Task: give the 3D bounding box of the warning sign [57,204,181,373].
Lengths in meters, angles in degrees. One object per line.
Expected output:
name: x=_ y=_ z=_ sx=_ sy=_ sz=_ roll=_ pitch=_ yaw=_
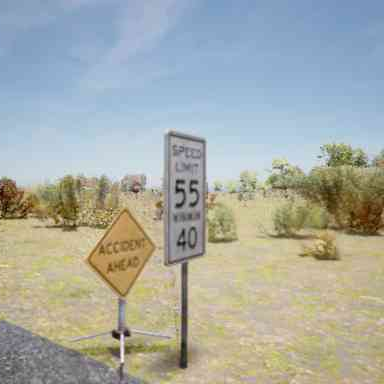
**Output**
warning sign: x=-0.972 y=1.129 z=4.627 sx=1.060 sy=1.860 sz=1.300 roll=0 pitch=0 yaw=35
